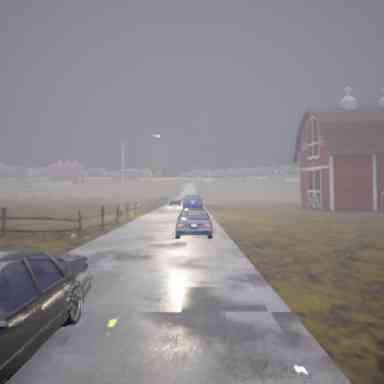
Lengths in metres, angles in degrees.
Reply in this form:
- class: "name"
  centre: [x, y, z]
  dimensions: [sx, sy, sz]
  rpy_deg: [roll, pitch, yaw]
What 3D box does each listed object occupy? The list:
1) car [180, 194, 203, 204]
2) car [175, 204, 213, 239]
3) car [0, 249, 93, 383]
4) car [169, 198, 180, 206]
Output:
- class: "car"
  centre: [0.086, 1.246, 37.199]
  dimensions: [2.150, 2.045, 5.566]
  rpy_deg: [0, 0, 0]
- class: "car"
  centre: [0.097, 1.558, 17.486]
  dimensions: [2.033, 1.411, 5.357]
  rpy_deg: [0, 0, 0]
- class: "car"
  centre: [-2.850, 1.547, 4.330]
  dimensions: [2.033, 1.411, 5.357]
  rpy_deg: [0, 0, 0]
- class: "car"
  centre: [-2.784, 1.630, 54.853]
  dimensions: [1.895, 1.301, 4.718]
  rpy_deg: [0, 0, 0]
